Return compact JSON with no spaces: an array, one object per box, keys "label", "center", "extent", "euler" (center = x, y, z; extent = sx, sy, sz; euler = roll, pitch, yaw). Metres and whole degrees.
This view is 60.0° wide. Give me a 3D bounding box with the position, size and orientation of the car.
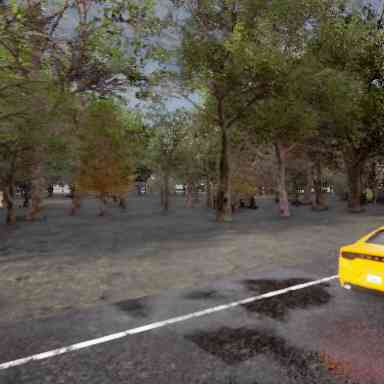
[{"label":"car","center":[5.373,1.443,7.571],"extent":[5.008,1.535,1.882],"euler":[0,0,-35]}]
